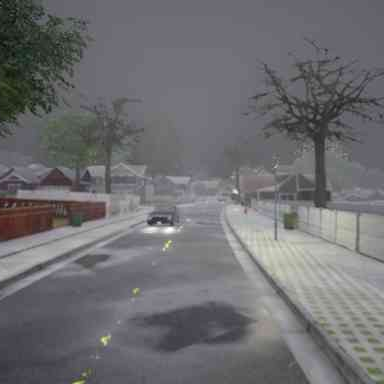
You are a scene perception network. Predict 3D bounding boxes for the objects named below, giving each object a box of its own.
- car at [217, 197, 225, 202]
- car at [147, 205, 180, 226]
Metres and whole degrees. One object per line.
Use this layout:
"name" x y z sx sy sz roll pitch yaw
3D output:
"car" 8.330 2.180 94.410 1.994 1.385 4.181 0 -1 13
"car" -2.003 1.685 24.771 2.033 1.411 5.357 0 0 4
